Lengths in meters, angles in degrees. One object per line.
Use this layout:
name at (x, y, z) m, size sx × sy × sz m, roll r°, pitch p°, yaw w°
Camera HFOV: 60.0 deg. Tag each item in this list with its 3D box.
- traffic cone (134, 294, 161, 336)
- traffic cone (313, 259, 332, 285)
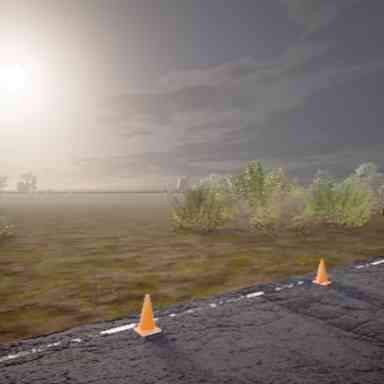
traffic cone at (-0.729, 1.970, 5.443) m, size 0.340 × 0.580 × 0.340 m, roll 0°, pitch 0°, yaw -36°
traffic cone at (3.285, 1.988, 8.378) m, size 0.340 × 0.580 × 0.340 m, roll 0°, pitch 0°, yaw -36°
